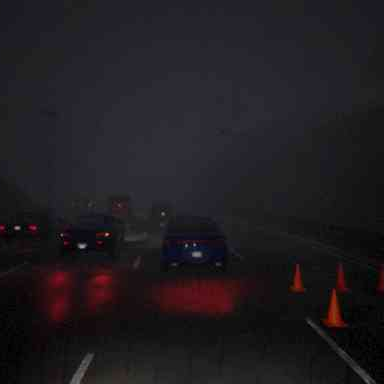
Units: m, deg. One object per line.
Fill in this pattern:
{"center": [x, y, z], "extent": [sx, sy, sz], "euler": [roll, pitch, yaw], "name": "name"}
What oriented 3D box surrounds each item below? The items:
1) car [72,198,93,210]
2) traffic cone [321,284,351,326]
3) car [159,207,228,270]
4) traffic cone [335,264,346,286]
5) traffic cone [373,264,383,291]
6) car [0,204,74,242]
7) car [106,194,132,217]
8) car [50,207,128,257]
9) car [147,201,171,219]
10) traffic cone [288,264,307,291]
{"center": [-11.659, 1.370, 35.357], "extent": [2.097, 1.767, 4.553], "euler": [0, 0, -16], "name": "car"}
{"center": [2.454, 1.963, 5.740], "extent": [0.340, 0.580, 0.340], "euler": [0, 0, 0], "name": "traffic cone"}
{"center": [-0.056, 1.487, 11.205], "extent": [1.882, 1.535, 5.008], "euler": [0, 0, -4], "name": "car"}
{"center": [3.459, 1.965, 7.737], "extent": [0.340, 0.580, 0.340], "euler": [0, 0, 0], "name": "traffic cone"}
{"center": [4.459, 1.966, 7.734], "extent": [0.340, 0.580, 0.340], "euler": [0, 0, 0], "name": "traffic cone"}
{"center": [-7.592, 1.553, 16.328], "extent": [2.033, 1.411, 5.357], "euler": [0, 0, -7], "name": "car"}
{"center": [-6.829, 1.240, 31.054], "extent": [2.150, 2.045, 5.566], "euler": [0, 0, -14], "name": "car"}
{"center": [-3.746, 1.533, 12.932], "extent": [1.812, 1.442, 4.674], "euler": [0, 0, -6], "name": "car"}
{"center": [-2.846, 1.526, 29.253], "extent": [1.837, 1.490, 4.892], "euler": [0, 0, -12], "name": "car"}
{"center": [2.459, 1.964, 7.740], "extent": [0.340, 0.580, 0.340], "euler": [0, 0, 0], "name": "traffic cone"}
